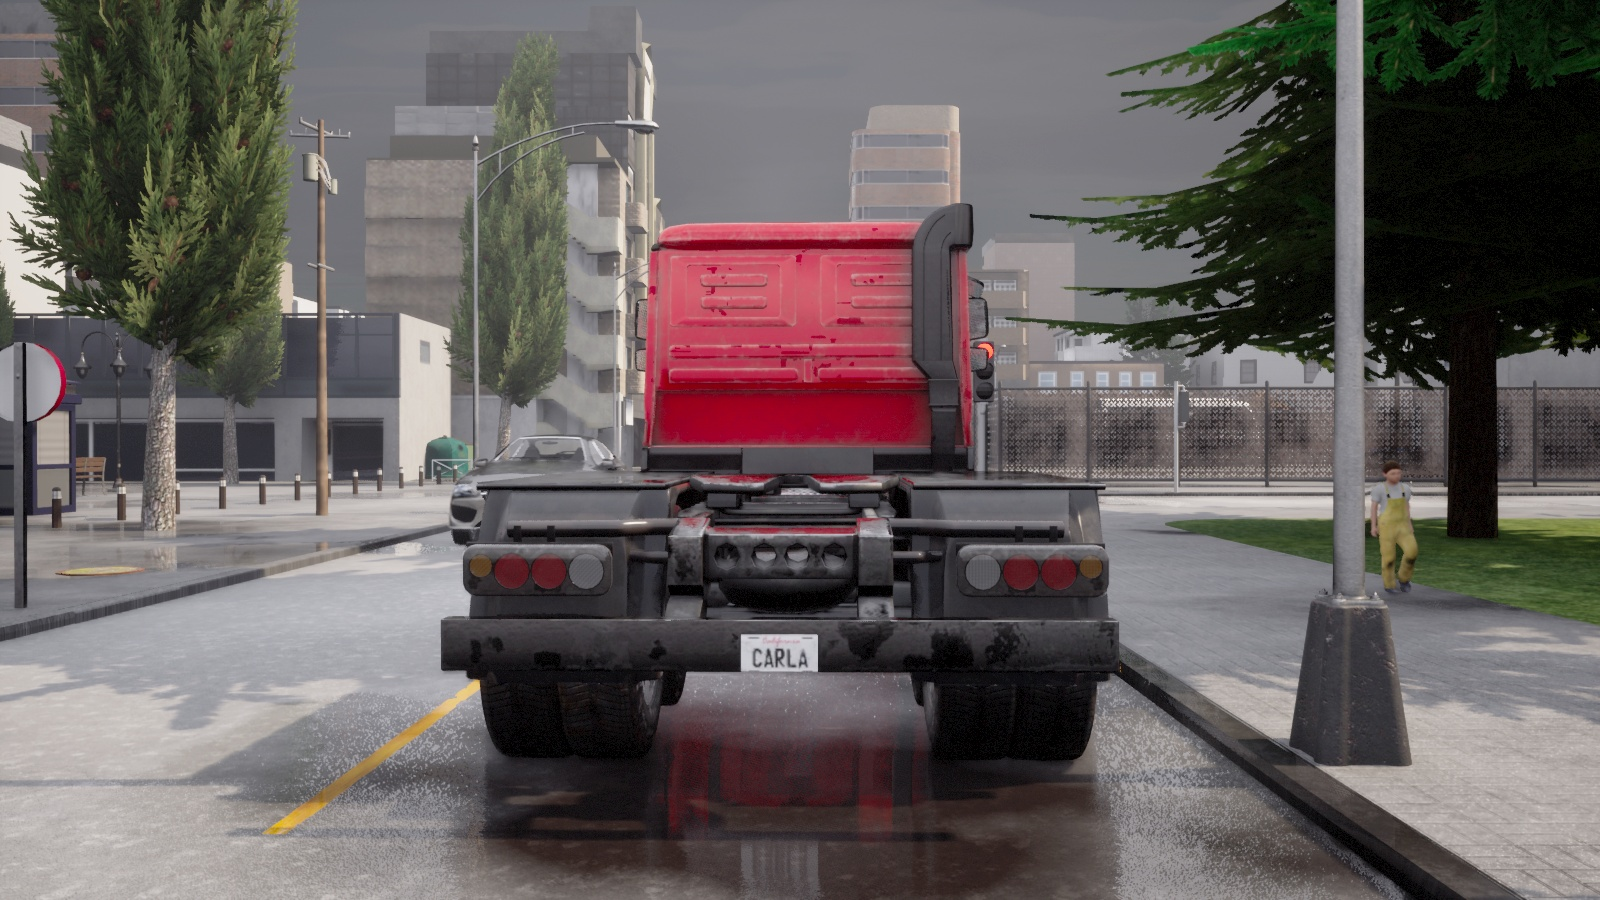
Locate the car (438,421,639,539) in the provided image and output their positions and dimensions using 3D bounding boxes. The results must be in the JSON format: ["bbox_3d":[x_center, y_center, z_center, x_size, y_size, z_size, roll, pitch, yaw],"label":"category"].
[{"bbox_3d":[-3.980,0.409,20.073,2.152,1.651,5.027,0,0,0],"label":"car"}]

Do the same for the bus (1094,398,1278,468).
[{"bbox_3d":[23.857,-1.052,78.208,10.273,4.253,3.944,0,0,2],"label":"bus"}]

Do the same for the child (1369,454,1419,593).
[{"bbox_3d":[5.514,0.675,11.672,0.270,1.263,0.437,0,0,4],"label":"child"}]

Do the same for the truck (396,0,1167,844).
[{"bbox_3d":[0.020,-0.284,8.679,2.891,3.462,7.936,0,0,1],"label":"truck"}]
